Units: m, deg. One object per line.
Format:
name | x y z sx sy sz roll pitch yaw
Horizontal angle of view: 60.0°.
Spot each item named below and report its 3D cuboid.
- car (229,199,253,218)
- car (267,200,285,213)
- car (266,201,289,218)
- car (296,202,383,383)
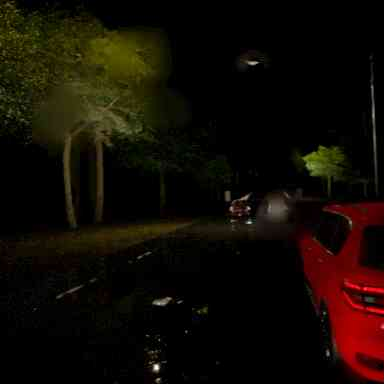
car | 5.097 1.626 34.144 2.097 1.767 4.553 -2 -1 14
car | 10.578 1.794 41.838 1.994 1.385 4.181 -2 -1 15
car | 8.236 1.656 31.912 1.812 1.442 4.674 -2 -1 14
car | 3.030 1.152 5.413 2.150 2.045 5.566 -2 -1 14
